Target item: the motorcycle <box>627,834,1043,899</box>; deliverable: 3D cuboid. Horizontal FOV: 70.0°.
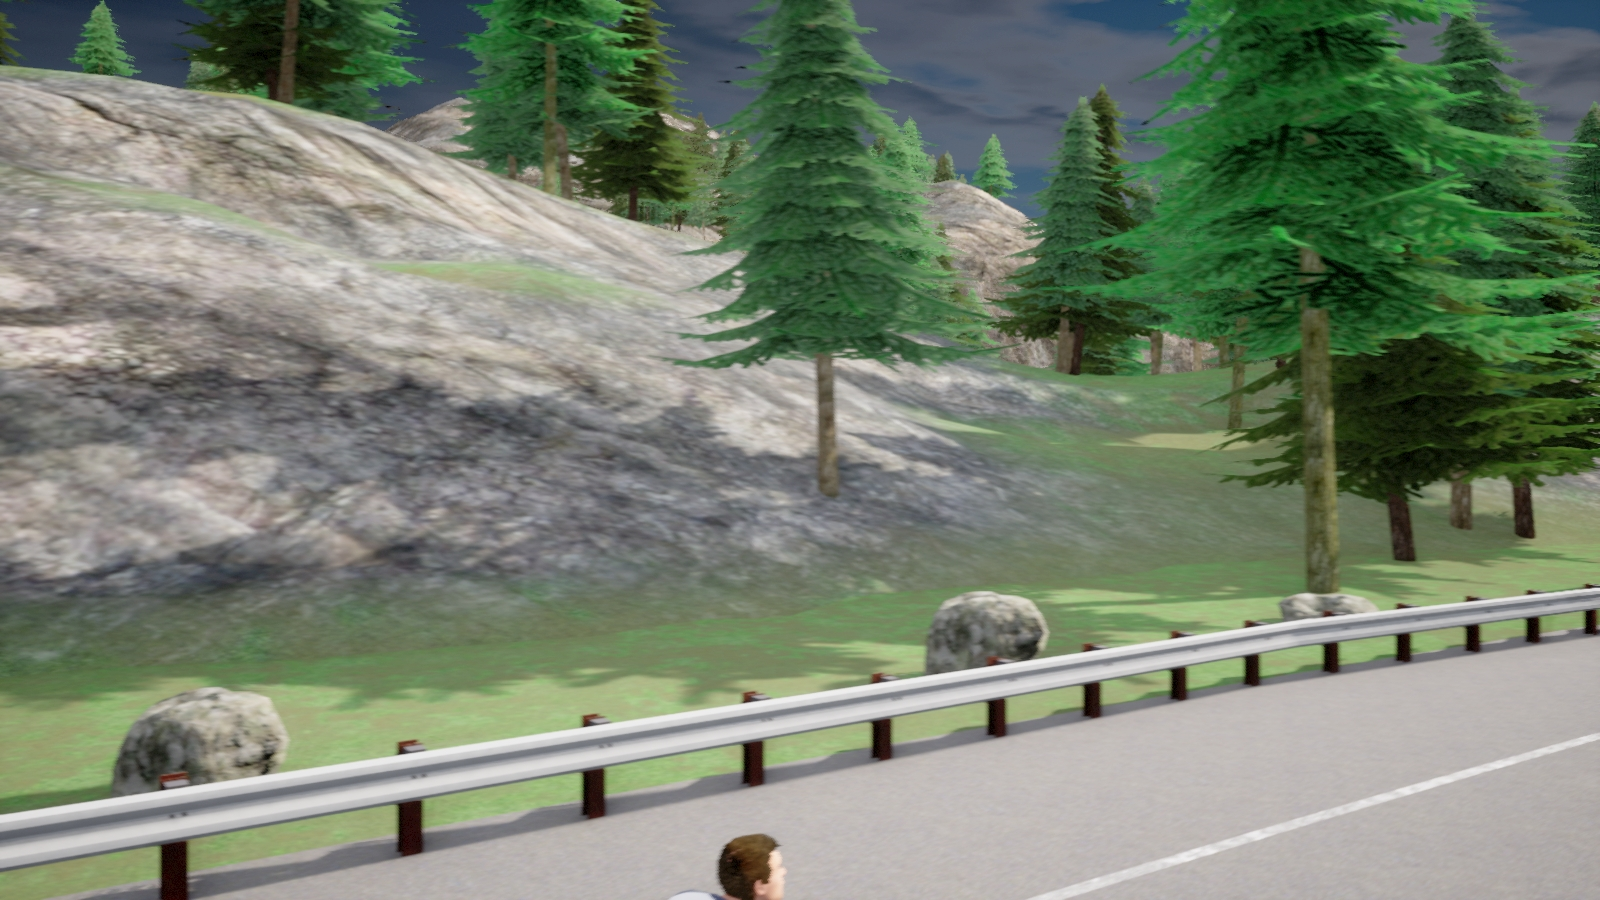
[{"bbox_3d":[-0.217,2.176,3.755,2.033,1.217,0.803,0,0,-34],"label":"motorcycle"}]
